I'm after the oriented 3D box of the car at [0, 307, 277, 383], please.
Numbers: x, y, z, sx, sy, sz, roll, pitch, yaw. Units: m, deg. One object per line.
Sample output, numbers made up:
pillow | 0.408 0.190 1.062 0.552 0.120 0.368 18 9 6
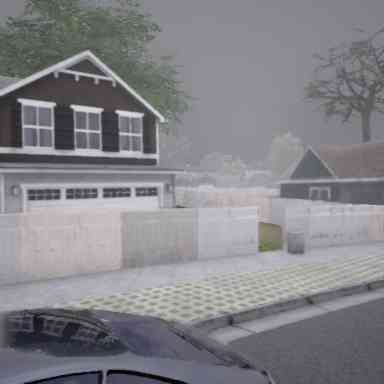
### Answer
car | -1.346 1.547 1.882 4.181 1.385 1.994 0 0 -35
